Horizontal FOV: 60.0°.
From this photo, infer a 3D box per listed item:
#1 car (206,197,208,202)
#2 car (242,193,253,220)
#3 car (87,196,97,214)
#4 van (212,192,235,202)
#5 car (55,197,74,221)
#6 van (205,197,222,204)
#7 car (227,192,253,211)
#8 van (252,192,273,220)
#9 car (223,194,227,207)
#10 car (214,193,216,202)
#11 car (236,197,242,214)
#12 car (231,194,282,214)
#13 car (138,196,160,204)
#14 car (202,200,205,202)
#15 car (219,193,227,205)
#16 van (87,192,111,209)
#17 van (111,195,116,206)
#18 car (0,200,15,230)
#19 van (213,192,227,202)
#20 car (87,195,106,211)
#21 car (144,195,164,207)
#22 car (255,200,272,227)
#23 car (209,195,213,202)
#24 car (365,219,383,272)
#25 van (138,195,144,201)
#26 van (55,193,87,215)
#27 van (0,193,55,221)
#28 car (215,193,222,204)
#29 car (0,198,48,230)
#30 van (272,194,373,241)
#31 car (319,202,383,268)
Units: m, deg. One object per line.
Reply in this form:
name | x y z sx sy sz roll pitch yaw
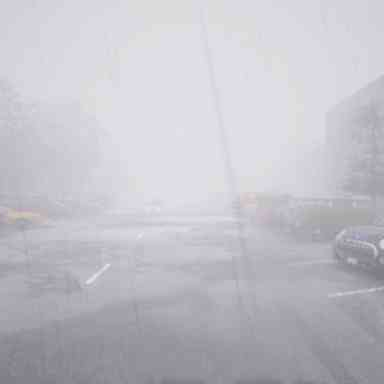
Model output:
car | 6.468 1.501 74.352 5.366 1.575 1.946 2 -2 -20
car | 6.384 1.208 24.436 4.553 1.767 2.185 1 0 -20
car | -11.405 1.353 30.398 4.674 1.452 2.002 -1 0 -20
van | 6.449 1.115 68.482 4.442 1.987 1.878 1 -2 -20
car | -11.397 1.375 24.504 4.674 1.452 2.002 -1 1 -20
van | 6.183 2.427 94.816 4.442 1.987 1.878 2 -5 -21
car | 6.440 1.060 30.323 5.566 2.045 2.435 1 0 -20
van | 6.524 1.124 21.554 4.442 1.987 1.878 1 0 -20
car | 6.402 1.294 36.178 4.892 1.521 2.231 1 0 -20
car | 6.432 1.292 50.854 4.792 1.488 2.163 1 0 -20
car | 6.414 1.362 27.375 4.674 1.452 2.002 1 1 -20
car | 6.446 1.175 33.246 4.553 1.767 2.185 1 0 -20
car | -11.676 2.179 91.092 5.566 2.045 2.435 1 -4 -21
car | 6.115 2.486 91.827 4.674 1.452 2.002 2 -4 -21
car | 6.583 1.278 42.109 5.366 1.575 1.946 1 0 -20
van | -11.514 1.071 36.239 4.442 1.987 1.878 -1 0 -20
van | -11.298 1.060 39.272 4.442 1.987 1.878 -1 0 -20
car | -11.392 1.382 15.674 4.892 1.521 2.231 -1 1 -20
van | 6.294 1.030 53.730 4.442 1.987 1.878 1 0 -20
car | -11.408 1.342 33.343 4.674 1.452 2.002 -1 0 -20
car | -5.007 1.388 45.795 1.994 1.385 4.181 0 0 0
car | 6.407 1.364 18.578 5.008 1.535 2.097 1 0 -20
car | 6.219 1.246 56.646 5.366 1.575 1.946 1 0 -20
car | 6.422 1.438 6.843 4.892 1.521 2.231 1 1 -20
van | -11.512 1.814 85.141 4.442 1.987 1.878 1 -3 -21
van | -11.298 1.096 27.495 4.442 1.987 1.878 -1 0 -20
van | -11.512 1.126 21.519 4.442 1.987 1.878 -1 1 -20
car | 6.583 1.267 47.970 5.366 1.575 1.946 1 0 -20
car | -11.227 1.359 18.684 5.366 1.575 1.946 -1 0 -20
van | 6.310 1.153 15.598 4.442 1.987 1.878 1 1 -20
car | 6.448 1.292 9.783 4.553 1.767 2.185 1 1 -20
